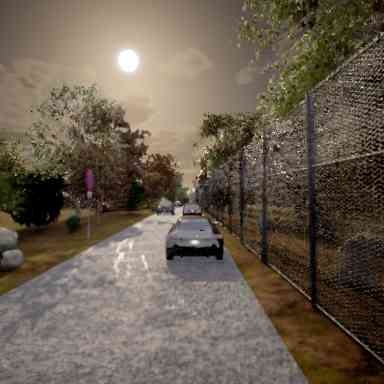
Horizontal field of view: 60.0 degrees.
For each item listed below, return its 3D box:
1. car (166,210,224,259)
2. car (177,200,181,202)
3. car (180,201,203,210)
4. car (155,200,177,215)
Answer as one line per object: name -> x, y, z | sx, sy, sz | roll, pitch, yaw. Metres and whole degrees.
car -> 0.082, 1.590, 12.661 | 1.994, 1.385, 4.181 | 0, 0, 0
car -> -3.223, 2.559, 79.061 | 1.812, 1.442, 4.674 | 0, -2, -1
car -> 0.021, 1.740, 31.205 | 2.033, 1.411, 5.357 | 0, -1, 0
car -> -2.958, 1.795, 37.595 | 1.837, 1.490, 4.892 | 0, -1, 0
